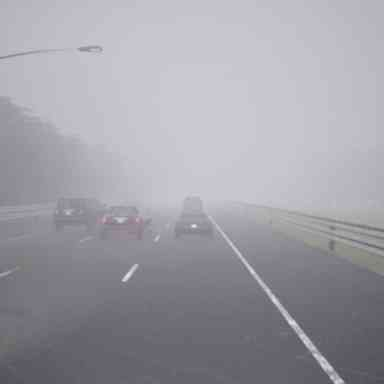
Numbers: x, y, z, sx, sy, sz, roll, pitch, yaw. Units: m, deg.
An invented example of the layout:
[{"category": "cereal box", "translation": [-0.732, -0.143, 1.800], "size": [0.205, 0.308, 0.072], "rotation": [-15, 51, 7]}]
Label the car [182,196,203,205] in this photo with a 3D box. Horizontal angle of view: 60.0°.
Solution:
[{"category": "car", "translation": [0.095, 1.445, 37.789], "size": [2.150, 2.045, 5.566], "rotation": [0, 0, 0]}]

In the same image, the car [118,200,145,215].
[{"category": "car", "translation": [-6.907, 1.720, 38.511], "size": [2.128, 1.511, 4.902], "rotation": [0, 0, 0]}]

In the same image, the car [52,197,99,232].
[{"category": "car", "translation": [-6.908, 1.334, 21.290], "size": [2.150, 2.045, 5.566], "rotation": [0, -1, 0]}]

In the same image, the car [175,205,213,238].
[{"category": "car", "translation": [0.097, 1.665, 18.390], "size": [1.994, 1.385, 4.181], "rotation": [0, 0, 0]}]

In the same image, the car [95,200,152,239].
[{"category": "car", "translation": [-3.399, 1.441, 17.941], "size": [2.097, 1.767, 4.553], "rotation": [0, -1, 0]}]
